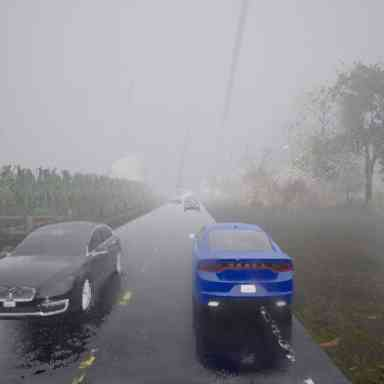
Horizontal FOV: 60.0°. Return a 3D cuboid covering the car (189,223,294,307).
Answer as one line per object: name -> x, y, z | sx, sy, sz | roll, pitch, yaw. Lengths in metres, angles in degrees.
car -> 0.945, 1.479, 8.083 | 1.882, 1.535, 5.008 | 0, 0, 0

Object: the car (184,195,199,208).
car -> -0.108, 1.324, 49.323 | 2.097, 1.767, 4.553 | 0, 0, 0

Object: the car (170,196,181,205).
car -> -2.883, 1.432, 60.084 | 1.882, 1.535, 5.008 | 0, 0, 0

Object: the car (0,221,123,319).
car -> -2.867, 1.505, 7.648 | 1.837, 1.490, 4.892 | 0, 0, 0

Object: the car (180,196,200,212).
car -> 0.004, 1.532, 39.276 | 2.033, 1.411, 5.357 | 0, 0, 0
